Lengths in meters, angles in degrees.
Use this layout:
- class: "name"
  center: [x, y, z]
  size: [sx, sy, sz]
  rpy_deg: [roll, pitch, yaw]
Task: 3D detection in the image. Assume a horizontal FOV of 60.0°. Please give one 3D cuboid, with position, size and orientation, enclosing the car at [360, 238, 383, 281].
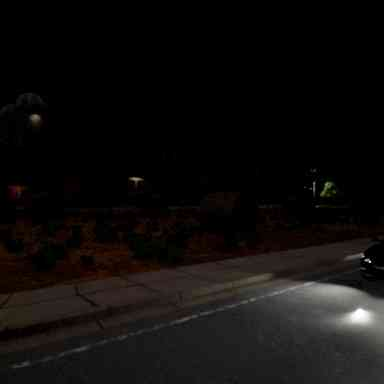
- class: "car"
  center: [6.679, 1.754, 9.682]
  size: [4.892, 1.490, 1.837]
  rpy_deg: [2, -1, -40]

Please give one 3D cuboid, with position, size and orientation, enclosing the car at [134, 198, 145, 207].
- class: "car"
  center: [-11.826, 2.471, 75.792]
  size: [1.905, 1.878, 3.866]
  rpy_deg: [6, 1, 4]
